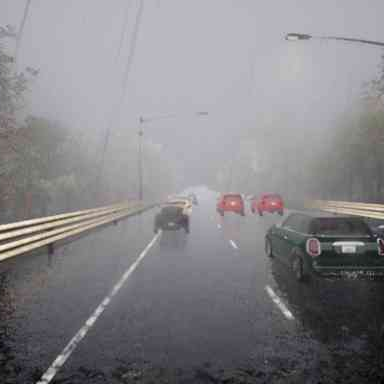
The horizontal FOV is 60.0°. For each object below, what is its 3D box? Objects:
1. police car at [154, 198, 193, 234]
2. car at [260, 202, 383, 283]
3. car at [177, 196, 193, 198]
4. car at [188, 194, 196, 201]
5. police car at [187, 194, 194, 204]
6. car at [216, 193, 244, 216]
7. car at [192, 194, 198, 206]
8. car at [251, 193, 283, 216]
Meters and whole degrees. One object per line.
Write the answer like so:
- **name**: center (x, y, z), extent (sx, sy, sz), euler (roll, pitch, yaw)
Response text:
- **police car**: center (-1.043, 1.377, 19.153), extent (1.930, 1.638, 5.238), euler (0, 0, 0)
- **car**: center (3.602, 1.327, 9.757), extent (2.097, 1.767, 4.553), euler (0, 0, 0)
- **car**: center (-1.040, 1.405, 29.046), extent (1.882, 1.535, 5.008), euler (0, 0, 0)
- **car**: center (0.024, 1.138, 72.968), extent (1.837, 1.490, 4.892), euler (0, 1, 0)
- **police car**: center (-1.038, 1.338, 35.159), extent (1.930, 1.638, 5.238), euler (0, 0, 0)
- **car**: center (3.613, 1.142, 31.832), extent (2.150, 2.045, 5.566), euler (0, 0, 0)
- **car**: center (0.018, 1.414, 53.337), extent (2.033, 1.411, 5.357), euler (0, 0, 0)
- **car**: center (7.110, 1.142, 31.727), extent (2.150, 2.045, 5.566), euler (0, 0, 0)
